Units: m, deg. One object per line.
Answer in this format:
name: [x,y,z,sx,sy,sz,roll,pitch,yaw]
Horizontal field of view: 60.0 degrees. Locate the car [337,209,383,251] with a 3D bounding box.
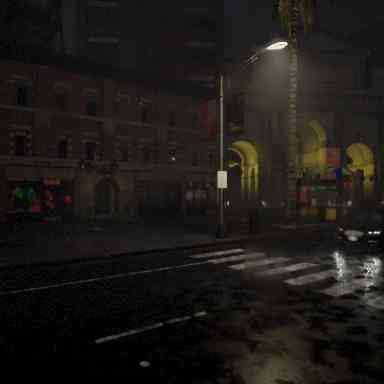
car: [8.095,1.502,14.061,4.902,1.511,2.128,0,0,-35]
